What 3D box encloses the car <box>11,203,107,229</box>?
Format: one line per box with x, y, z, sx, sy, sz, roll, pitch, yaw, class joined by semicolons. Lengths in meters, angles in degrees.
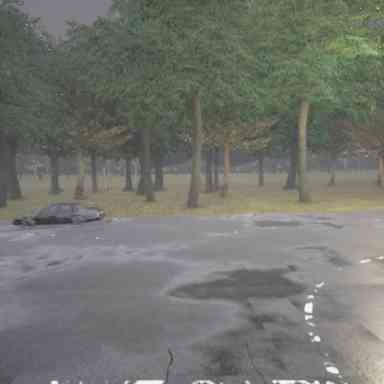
-8.084;1.383;20.526;5.357;1.411;2.033;-2;3;-1;car
